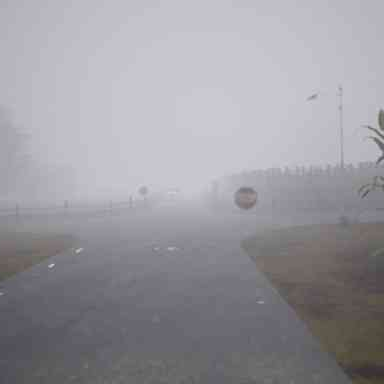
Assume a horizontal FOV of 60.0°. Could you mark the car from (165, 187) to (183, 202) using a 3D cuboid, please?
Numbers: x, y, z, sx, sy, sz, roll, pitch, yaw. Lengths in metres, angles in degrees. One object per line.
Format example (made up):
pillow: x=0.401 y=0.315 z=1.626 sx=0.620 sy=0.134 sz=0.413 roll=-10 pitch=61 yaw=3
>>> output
car: x=-2.810 y=0.340 z=51.131 sx=2.150 sy=2.045 sz=5.566 roll=0 pitch=2 yaw=0

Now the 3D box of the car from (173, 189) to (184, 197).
car: x=-2.760 y=0.086 z=67.643 sx=2.033 sy=1.411 sz=5.357 roll=0 pitch=2 yaw=0
